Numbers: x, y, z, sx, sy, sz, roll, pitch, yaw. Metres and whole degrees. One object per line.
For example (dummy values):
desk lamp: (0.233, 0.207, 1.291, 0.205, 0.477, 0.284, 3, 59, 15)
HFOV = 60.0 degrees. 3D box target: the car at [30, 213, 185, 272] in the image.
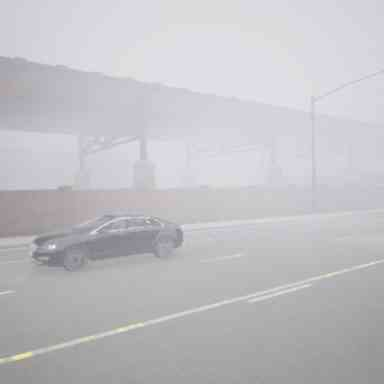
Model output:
car: (-2.528, 1.464, 10.783, 4.902, 1.511, 2.128, 0, 0, -35)
